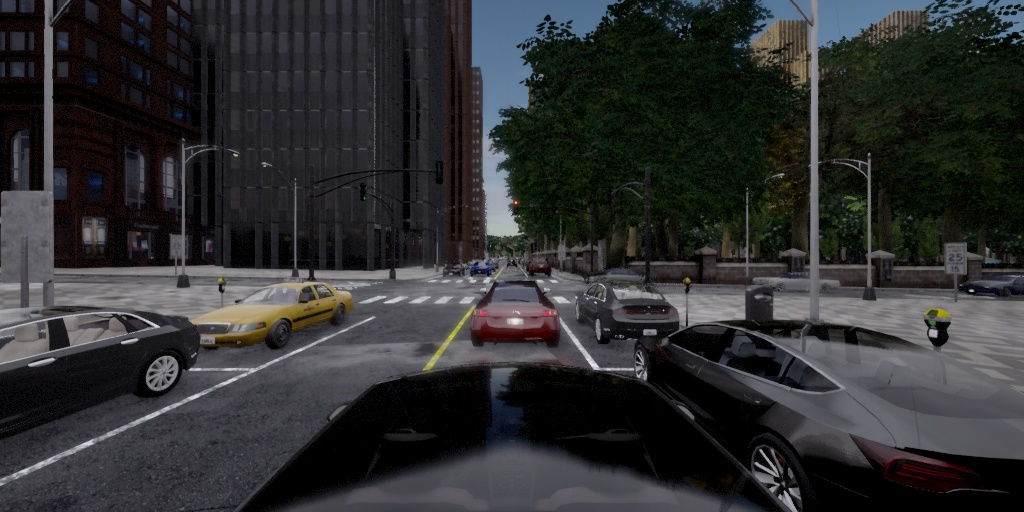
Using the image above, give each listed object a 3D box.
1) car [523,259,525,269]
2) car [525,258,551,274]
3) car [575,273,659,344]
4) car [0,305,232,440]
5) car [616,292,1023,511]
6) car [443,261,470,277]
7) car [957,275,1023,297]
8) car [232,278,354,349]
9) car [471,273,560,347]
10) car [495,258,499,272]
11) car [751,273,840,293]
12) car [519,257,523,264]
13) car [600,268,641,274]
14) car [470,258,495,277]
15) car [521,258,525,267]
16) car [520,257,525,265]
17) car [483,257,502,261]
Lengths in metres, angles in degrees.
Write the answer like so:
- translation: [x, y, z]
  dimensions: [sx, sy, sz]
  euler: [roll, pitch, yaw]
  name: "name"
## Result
- translation: [2.766, 1.340, 46.938]
  dimensions: [1.948, 1.339, 4.313]
  euler: [0, 0, 0]
  name: "car"
- translation: [2.765, 1.077, 36.025]
  dimensions: [2.192, 1.841, 5.009]
  euler: [0, 0, 0]
  name: "car"
- translation: [2.763, 1.301, 9.361]
  dimensions: [2.007, 1.370, 4.403]
  euler: [0, 0, 0]
  name: "car"
- translation: [-5.762, 1.300, 3.840]
  dimensions: [2.007, 1.370, 4.403]
  euler: [0, 0, 0]
  name: "car"
- translation: [2.763, 1.316, 3.848]
  dimensions: [1.948, 1.339, 4.313]
  euler: [0, 0, 0]
  name: "car"
- translation: [-5.760, 1.328, 36.017]
  dimensions: [1.948, 1.339, 4.313]
  euler: [0, 0, 0]
  name: "car"
- translation: [33.757, 2.018, 24.262]
  dimensions: [5.357, 1.411, 2.033]
  euler: [1, 0, 0]
  name: "car"
- translation: [-5.762, 1.276, 9.182]
  dimensions: [1.751, 1.417, 4.829]
  euler: [0, 0, 0]
  name: "car"
- translation: [0.081, 1.314, 9.356]
  dimensions: [1.994, 1.385, 4.181]
  euler: [0, 0, 0]
  name: "car"
- translation: [-3.088, 1.338, 46.597]
  dimensions: [1.994, 1.385, 4.181]
  euler: [0, 0, 0]
  name: "car"
- translation: [18.975, 1.763, 24.187]
  dimensions: [4.718, 1.301, 1.895]
  euler: [1, 0, 0]
  name: "car"
- translation: [2.767, 1.233, 63.307]
  dimensions: [1.967, 1.591, 4.097]
  euler: [0, 0, 0]
  name: "car"
- translation: [7.015, 1.481, 24.120]
  dimensions: [4.181, 1.385, 1.994]
  euler: [1, 0, 0]
  name: "car"
- translation: [-3.089, 1.240, 36.632]
  dimensions: [1.882, 1.535, 5.008]
  euler: [0, 0, 0]
  name: "car"
- translation: [2.766, 1.331, 52.394]
  dimensions: [2.007, 1.370, 4.403]
  euler: [0, 0, 0]
  name: "car"
- translation: [2.767, 1.337, 57.851]
  dimensions: [2.007, 1.370, 4.403]
  euler: [0, 0, 0]
  name: "car"
- translation: [-3.080, 1.277, 56.642]
  dimensions: [2.128, 1.511, 4.902]
  euler: [0, 0, 0]
  name: "car"
